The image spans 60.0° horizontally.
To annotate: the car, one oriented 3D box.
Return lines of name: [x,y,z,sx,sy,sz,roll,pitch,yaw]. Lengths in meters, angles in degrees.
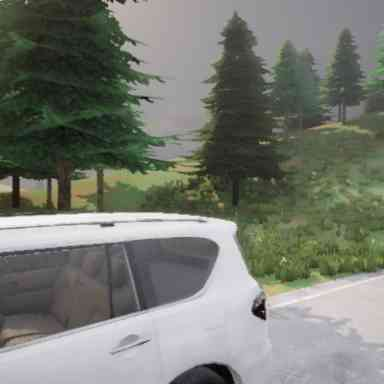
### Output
car: [-1.829,1.222,2.377,5.566,2.045,2.150,1,0,-36]
